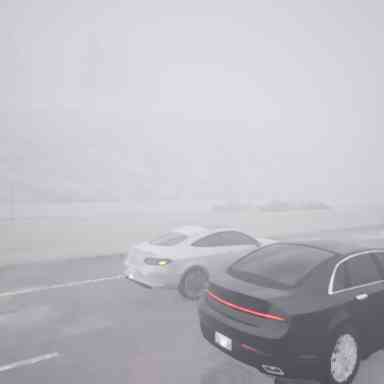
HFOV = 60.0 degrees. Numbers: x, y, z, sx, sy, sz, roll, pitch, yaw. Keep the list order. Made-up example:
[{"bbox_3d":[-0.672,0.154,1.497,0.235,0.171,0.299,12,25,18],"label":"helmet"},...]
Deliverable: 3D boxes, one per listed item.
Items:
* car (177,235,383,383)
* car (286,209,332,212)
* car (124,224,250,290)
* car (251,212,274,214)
[{"bbox_3d":[2.359,1.507,5.313,4.892,1.490,1.837,0,0,-35],"label":"car"},{"bbox_3d":[9.592,1.505,27.607,4.902,1.511,2.128,0,0,-35],"label":"car"},{"bbox_3d":[0.615,1.531,8.364,4.674,1.442,1.812,0,0,-35],"label":"car"},{"bbox_3d":[7.573,1.508,30.466,4.902,1.511,2.128,0,0,-35],"label":"car"}]
